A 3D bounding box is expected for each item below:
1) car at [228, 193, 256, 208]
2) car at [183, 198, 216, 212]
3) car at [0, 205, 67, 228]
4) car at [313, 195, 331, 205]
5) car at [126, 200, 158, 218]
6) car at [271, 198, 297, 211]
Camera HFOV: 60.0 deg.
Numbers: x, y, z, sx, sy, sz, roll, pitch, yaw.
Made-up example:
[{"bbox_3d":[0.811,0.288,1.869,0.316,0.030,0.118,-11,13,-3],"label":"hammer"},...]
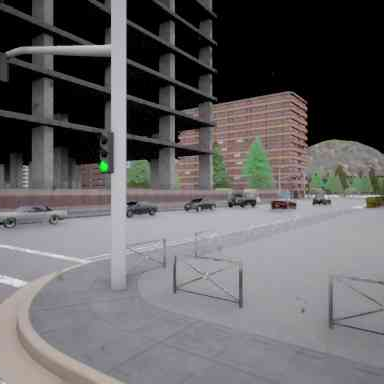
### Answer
[{"bbox_3d":[7.177,1.166,47.195,2.150,2.045,5.566,0,0,35],"label":"car"},{"bbox_3d":[0.953,1.449,38.483,1.837,1.490,4.892,0,0,35],"label":"car"},{"bbox_3d":[-10.817,1.545,21.886,1.895,1.301,4.718,0,0,35],"label":"car"},{"bbox_3d":[21.658,1.297,55.266,2.097,1.767,4.553,0,0,35],"label":"car"},{"bbox_3d":[-5.042,1.470,30.019,1.812,1.442,4.674,0,0,36],"label":"car"},{"bbox_3d":[11.332,1.422,40.694,1.882,1.535,5.008,0,0,35],"label":"car"}]
